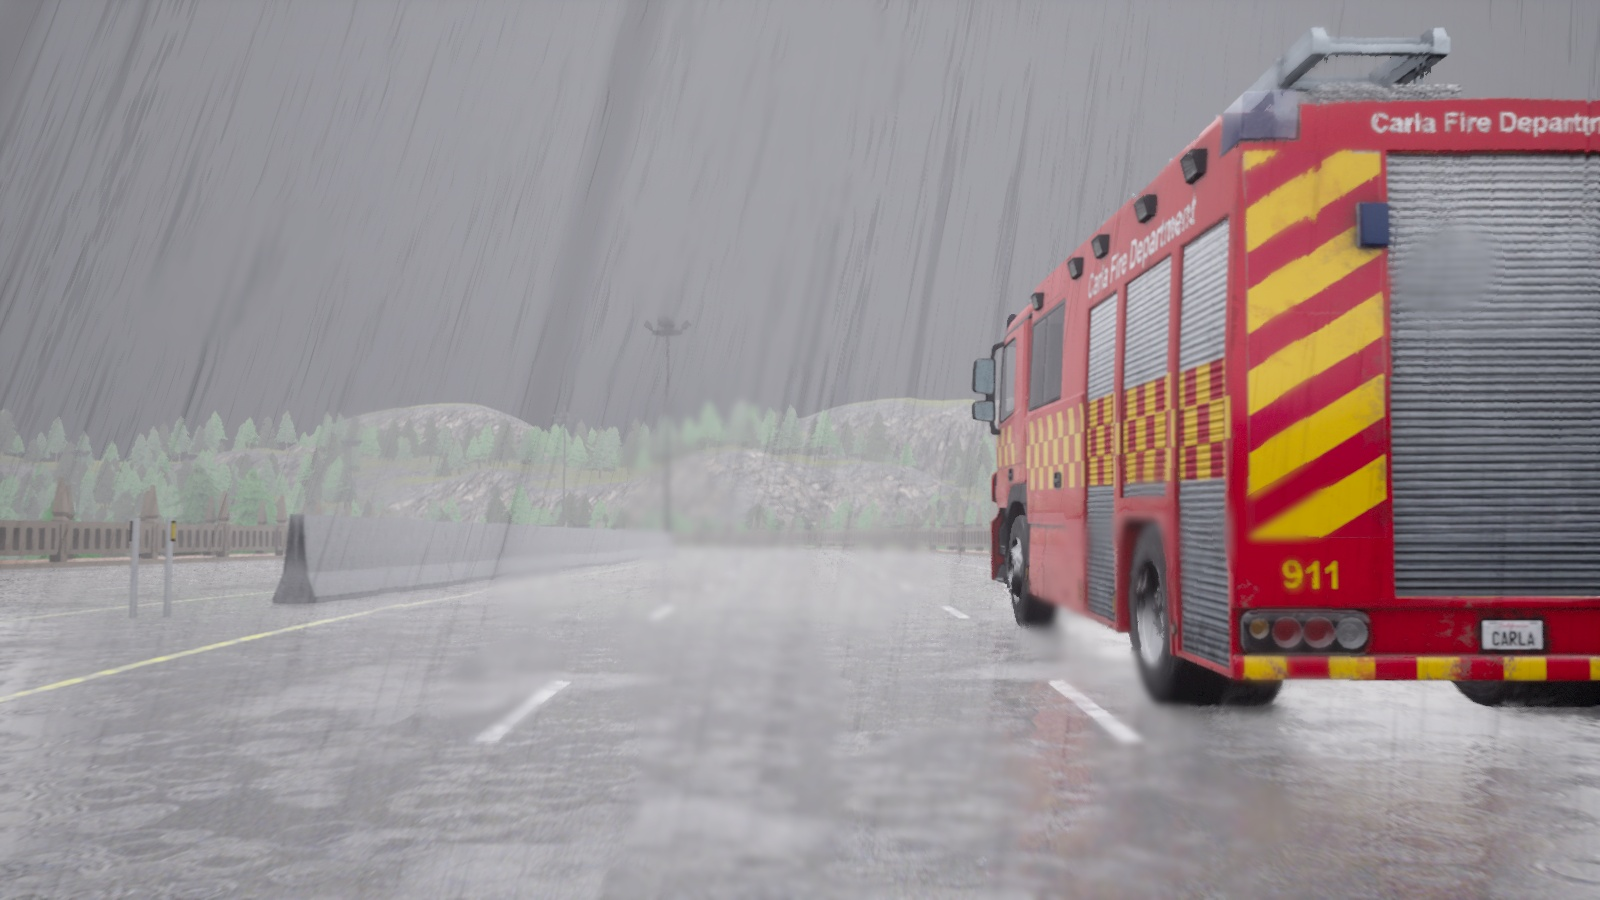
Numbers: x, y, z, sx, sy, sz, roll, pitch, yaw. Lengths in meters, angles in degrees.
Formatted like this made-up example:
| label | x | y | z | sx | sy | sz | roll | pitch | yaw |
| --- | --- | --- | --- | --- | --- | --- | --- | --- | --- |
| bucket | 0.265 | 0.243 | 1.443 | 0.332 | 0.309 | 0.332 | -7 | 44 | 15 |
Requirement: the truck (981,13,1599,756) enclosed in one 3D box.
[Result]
| label | x | y | z | sx | sy | sz | roll | pitch | yaw |
| --- | --- | --- | --- | --- | --- | --- | --- | --- | --- |
| truck | 3.578 | -0.186 | 10.689 | 2.891 | 3.827 | 8.468 | 0 | -2 | 0 |
